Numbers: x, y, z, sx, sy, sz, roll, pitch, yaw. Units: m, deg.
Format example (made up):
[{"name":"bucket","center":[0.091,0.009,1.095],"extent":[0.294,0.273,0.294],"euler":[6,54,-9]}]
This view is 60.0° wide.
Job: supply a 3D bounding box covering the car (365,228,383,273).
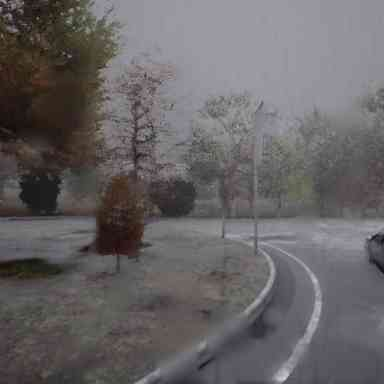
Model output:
[{"name":"car","center":[6.050,1.610,9.061],"extent":[2.033,1.411,5.357],"euler":[0,0,20]}]
